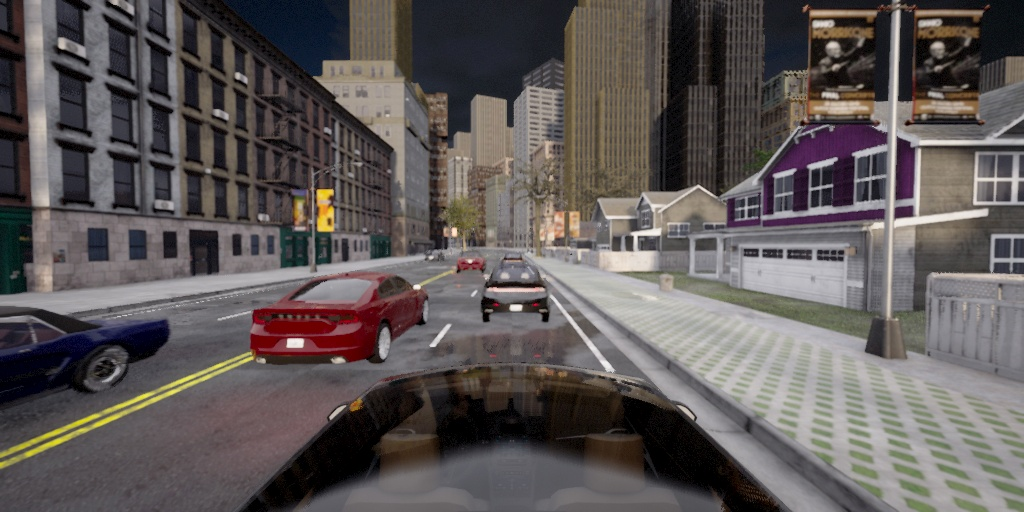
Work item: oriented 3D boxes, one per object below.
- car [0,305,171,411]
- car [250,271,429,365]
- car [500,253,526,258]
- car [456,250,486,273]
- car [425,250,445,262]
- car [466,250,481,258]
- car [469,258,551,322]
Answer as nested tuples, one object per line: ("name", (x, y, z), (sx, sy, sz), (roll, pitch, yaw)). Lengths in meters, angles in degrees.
("car", (-6.601, 1.296, 3.684), (1.895, 1.301, 4.718), (0, 2, 0))
("car", (-3.153, 1.061, 7.704), (1.882, 1.535, 5.008), (0, 1, 0))
("car", (0.091, 0.487, 28.493), (2.128, 1.511, 4.902), (0, 1, 0))
("car", (-3.148, 0.350, 28.499), (2.097, 1.767, 4.553), (0, 2, -2))
("car", (-9.841, -0.015, 45.991), (2.128, 1.511, 4.902), (0, 2, 0))
("car", (-6.500, -0.385, 60.827), (1.994, 1.385, 4.181), (0, 2, 0))
("car", (0.098, 0.979, 11.081), (2.128, 1.511, 4.902), (0, 2, 0))
